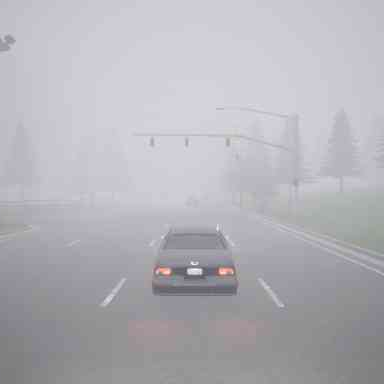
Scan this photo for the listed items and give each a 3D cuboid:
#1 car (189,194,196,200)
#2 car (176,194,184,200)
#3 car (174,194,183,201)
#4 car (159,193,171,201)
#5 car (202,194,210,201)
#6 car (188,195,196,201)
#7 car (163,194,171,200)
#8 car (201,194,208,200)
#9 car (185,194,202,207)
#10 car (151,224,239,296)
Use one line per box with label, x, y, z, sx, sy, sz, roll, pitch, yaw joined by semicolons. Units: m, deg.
car;0.045;1.310;93.892;1.882;1.535;5.008;0;0;0
car;-3.455;1.358;93.893;2.128;1.511;4.902;0;0;0
car;-3.460;1.517;83.890;1.812;1.442;4.674;0;0;0
car;-6.960;1.217;83.505;2.150;2.045;5.566;0;0;0
car;3.540;1.492;83.470;1.837;1.490;4.892;0;0;0
car;0.040;1.531;83.472;2.033;1.411;5.357;0;0;0
car;-6.955;1.385;93.895;1.994;1.385;4.181;0;0;0
car;3.545;1.310;93.890;1.882;1.535;5.008;0;0;0
car;0.023;1.352;52.829;2.097;1.767;4.553;0;0;0
car;0.070;1.547;8.790;2.033;1.411;5.357;0;0;0
